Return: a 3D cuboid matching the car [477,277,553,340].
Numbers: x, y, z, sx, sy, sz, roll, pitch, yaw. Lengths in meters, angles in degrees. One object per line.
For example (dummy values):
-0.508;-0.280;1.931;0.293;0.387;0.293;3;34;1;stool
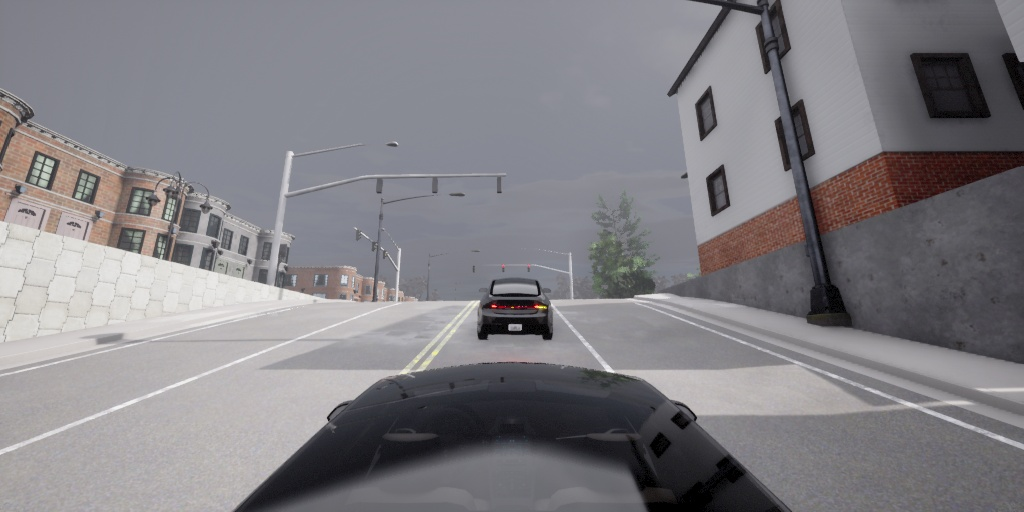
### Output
0.088;1.352;10.353;1.837;1.490;4.892;0;0;0;car
